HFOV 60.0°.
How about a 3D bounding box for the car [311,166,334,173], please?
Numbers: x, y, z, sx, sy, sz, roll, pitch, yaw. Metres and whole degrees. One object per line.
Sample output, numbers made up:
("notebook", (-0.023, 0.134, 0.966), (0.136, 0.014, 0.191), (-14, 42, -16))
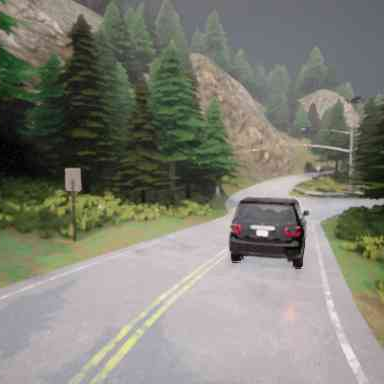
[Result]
("car", (28.311, -4.972, 72.106), (5.357, 1.411, 2.033), (-8, 8, -26))

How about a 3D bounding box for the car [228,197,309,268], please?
("car", (2.799, 1.195, 11.568), (2.150, 2.045, 5.566), (1, 1, 19))
